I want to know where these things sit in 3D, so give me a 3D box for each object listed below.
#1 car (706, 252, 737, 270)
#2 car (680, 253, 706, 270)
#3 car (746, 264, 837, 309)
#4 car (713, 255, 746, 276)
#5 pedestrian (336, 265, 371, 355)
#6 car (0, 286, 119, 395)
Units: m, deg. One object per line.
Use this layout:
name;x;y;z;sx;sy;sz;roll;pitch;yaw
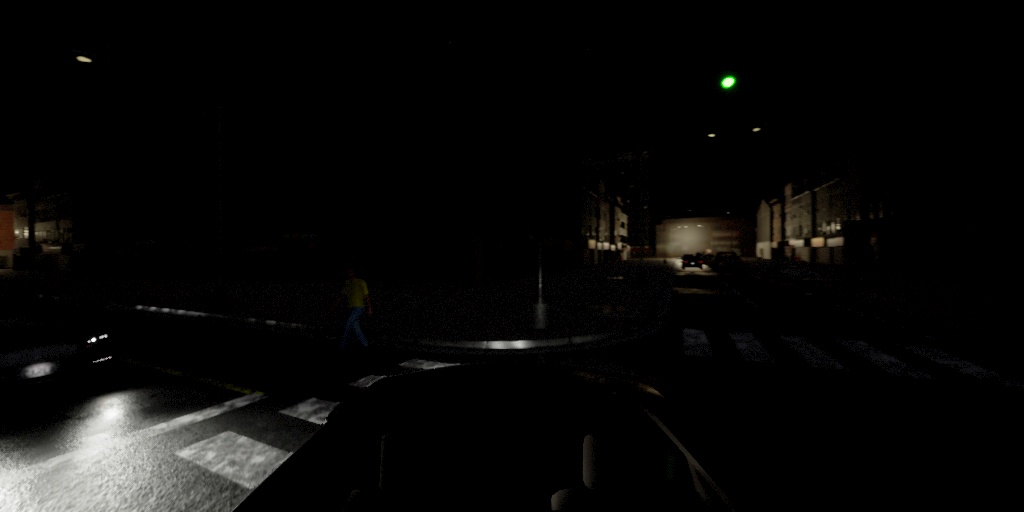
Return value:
car;19.578;0.504;33.064;2.192;1.841;5.009;0;0;25
car;19.296;0.702;38.448;1.994;1.385;4.181;0;0;25
car;10.345;1.042;13.374;1.888;1.381;4.507;0;0;25
car;17.269;0.810;28.141;1.888;1.381;4.507;0;0;25
pedestrian;-3.143;1.026;7.112;0.375;1.860;0.375;0;0;25
car;-8.488;1.258;5.788;4.902;1.511;2.128;0;0;25
